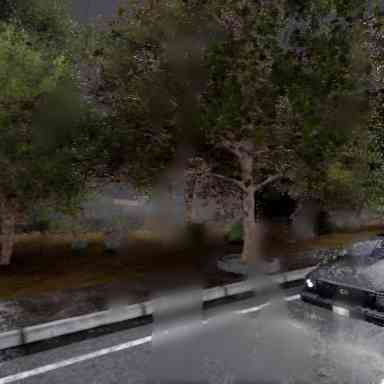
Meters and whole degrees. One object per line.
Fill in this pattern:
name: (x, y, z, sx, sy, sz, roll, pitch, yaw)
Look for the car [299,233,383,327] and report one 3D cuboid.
car: (4.607, 1.588, 7.020, 5.357, 1.411, 2.033, 1, 0, -36)
